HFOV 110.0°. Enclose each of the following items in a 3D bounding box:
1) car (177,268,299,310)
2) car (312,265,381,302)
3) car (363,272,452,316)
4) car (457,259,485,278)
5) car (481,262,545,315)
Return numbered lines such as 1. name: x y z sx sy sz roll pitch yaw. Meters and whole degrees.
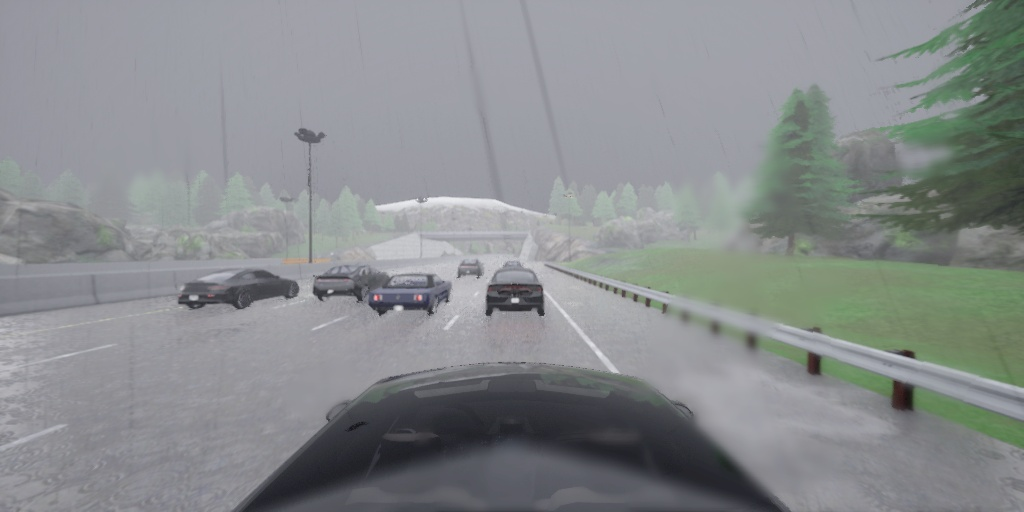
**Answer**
1. car: -10.406 1.181 14.028 1.812 1.442 4.674 0 0 0
2. car: -6.907 1.132 16.055 2.128 1.511 4.902 0 0 0
3. car: -3.405 1.264 13.007 1.895 1.301 4.718 0 0 0
4. car: -3.414 1.024 30.156 2.128 1.511 4.902 0 0 0
5. car: 0.095 1.141 13.067 1.882 1.535 5.008 0 0 0
